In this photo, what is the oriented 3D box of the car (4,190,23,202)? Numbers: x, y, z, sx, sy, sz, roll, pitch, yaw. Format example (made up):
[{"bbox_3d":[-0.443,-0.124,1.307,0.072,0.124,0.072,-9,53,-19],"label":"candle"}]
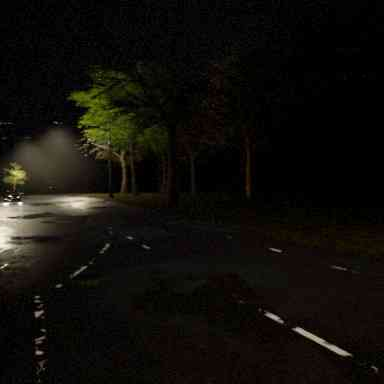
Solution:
[{"bbox_3d":[-23.084,0.527,43.100,1.837,1.490,4.892,-2,2,-26],"label":"car"}]
